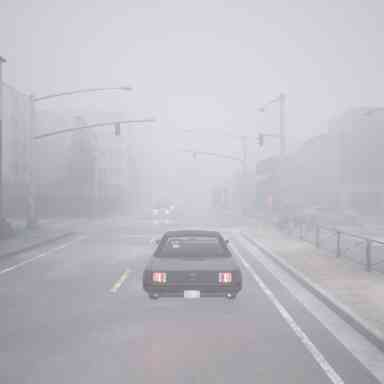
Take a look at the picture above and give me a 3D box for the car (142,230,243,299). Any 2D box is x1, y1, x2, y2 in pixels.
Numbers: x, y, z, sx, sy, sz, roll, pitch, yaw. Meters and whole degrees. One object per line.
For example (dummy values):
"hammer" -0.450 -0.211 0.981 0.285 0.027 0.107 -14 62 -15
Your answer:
"car" 0.012 1.601 8.367 1.895 1.301 4.718 0 0 0

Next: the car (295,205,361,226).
"car" 10.081 1.703 24.730 4.674 1.442 1.812 0 0 1

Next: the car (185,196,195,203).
"car" -0.433 1.491 66.649 2.128 1.511 4.902 0 0 0

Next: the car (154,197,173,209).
"car" -3.886 1.505 44.377 1.837 1.490 4.892 0 0 0

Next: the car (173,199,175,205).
"car" -3.955 1.601 56.741 1.895 1.301 4.718 0 0 0
